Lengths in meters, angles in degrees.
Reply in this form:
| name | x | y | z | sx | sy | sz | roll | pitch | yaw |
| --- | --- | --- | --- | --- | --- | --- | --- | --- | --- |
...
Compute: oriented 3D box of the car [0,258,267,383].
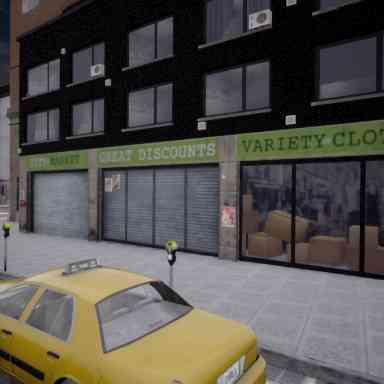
| name | x | y | z | sx | sy | sz | roll | pitch | yaw |
| --- | --- | --- | --- | --- | --- | --- | --- | --- | --- |
| car | -1.540 | 1.524 | 4.190 | 4.829 | 1.417 | 1.752 | 0 | 1 | 36 |
